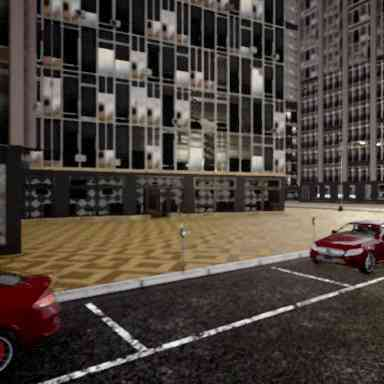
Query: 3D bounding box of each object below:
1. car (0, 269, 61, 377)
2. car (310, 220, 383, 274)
[{"bbox_3d":[-3.772,1.582,3.869,4.206,1.307,1.802,0,0,-36],"label":"car"},{"bbox_3d":[5.499,1.576,10.483,4.206,1.307,1.802,0,0,-36],"label":"car"}]
